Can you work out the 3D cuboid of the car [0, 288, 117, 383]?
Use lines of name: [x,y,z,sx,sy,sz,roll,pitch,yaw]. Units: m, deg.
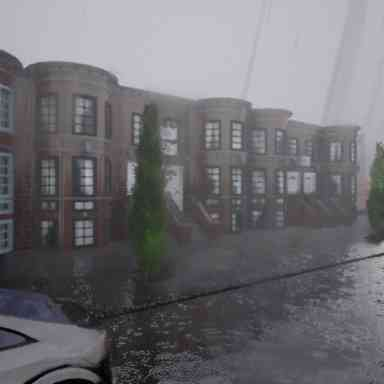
car: [-2.760,1.563,2.638,4.181,1.385,1.994,0,0,-35]
